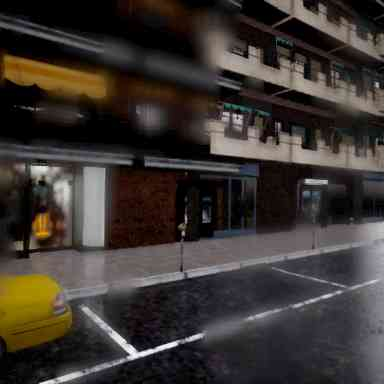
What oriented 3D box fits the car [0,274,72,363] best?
[{"bbox_3d":[-3.974,1.524,3.816,4.829,1.417,1.752,0,1,-35],"label":"car"}]
